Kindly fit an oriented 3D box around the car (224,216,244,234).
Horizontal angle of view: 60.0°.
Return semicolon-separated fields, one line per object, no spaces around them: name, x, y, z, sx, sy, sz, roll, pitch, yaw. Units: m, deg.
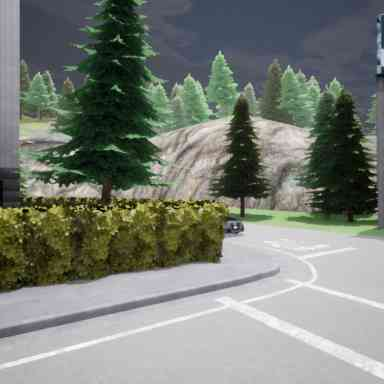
car;1.018;1.739;19.520;1.994;1.385;4.181;0;0;-43
